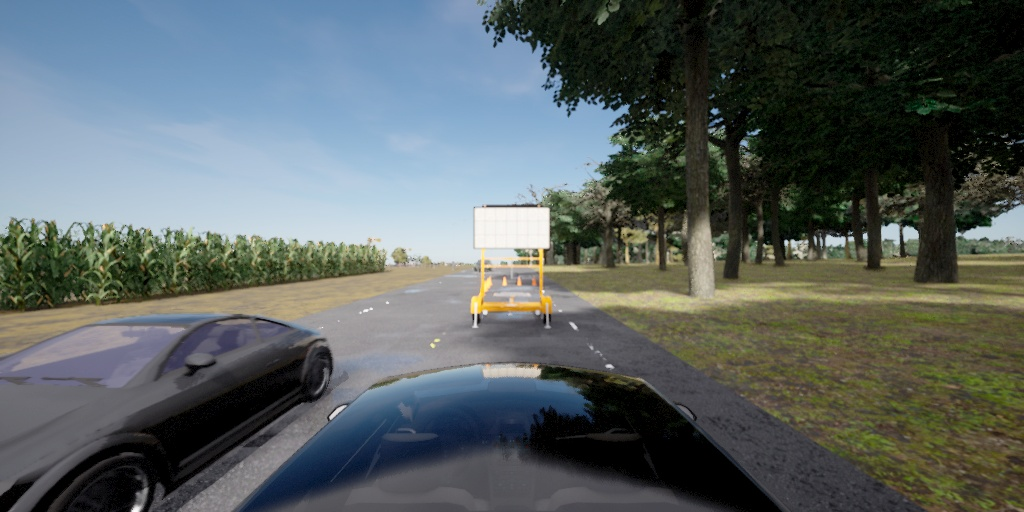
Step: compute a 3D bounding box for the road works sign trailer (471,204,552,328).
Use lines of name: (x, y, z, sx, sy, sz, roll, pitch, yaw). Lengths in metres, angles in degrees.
road works sign trailer: (-0.002, 0.193, 11.295, 2.380, 3.560, 2.880, 0, 0, 1)

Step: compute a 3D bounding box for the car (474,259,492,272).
car: (-3.605, 1.115, 45.293, 2.097, 1.767, 4.553, 0, 0, 0)

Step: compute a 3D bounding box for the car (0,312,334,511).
car: (-3.598, 1.308, 3.549, 1.994, 1.385, 4.181, 0, 0, 0)
